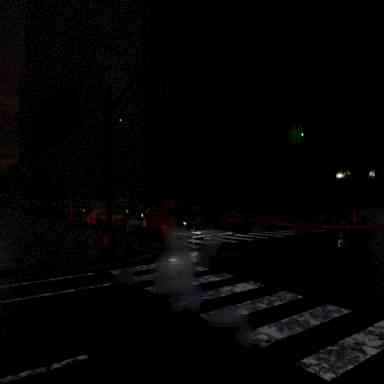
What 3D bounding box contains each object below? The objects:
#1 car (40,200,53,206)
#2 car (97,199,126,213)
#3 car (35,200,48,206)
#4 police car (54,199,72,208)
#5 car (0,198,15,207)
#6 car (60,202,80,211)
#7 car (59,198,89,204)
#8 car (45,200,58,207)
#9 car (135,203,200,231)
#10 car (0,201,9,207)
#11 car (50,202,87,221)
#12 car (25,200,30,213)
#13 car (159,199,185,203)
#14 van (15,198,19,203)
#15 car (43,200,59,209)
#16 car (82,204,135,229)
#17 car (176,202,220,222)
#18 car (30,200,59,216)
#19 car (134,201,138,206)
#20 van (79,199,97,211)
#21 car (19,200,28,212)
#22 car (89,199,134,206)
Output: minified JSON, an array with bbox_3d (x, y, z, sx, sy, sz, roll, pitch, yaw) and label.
[{"bbox_3d":[-34.724,2.658,79.190,1.947,1.339,4.313,-1,0,-35],"label":"car"},{"bbox_3d":[-11.163,1.873,46.074,2.192,1.841,5.009,-1,0,-35],"label":"car"},{"bbox_3d":[-37.738,2.708,83.430,2.008,1.369,4.403,-1,0,-35],"label":"car"},{"bbox_3d":[-25.434,2.305,65.449,1.930,1.638,5.238,0,-1,-35],"label":"police car"},{"bbox_3d":[-41.269,2.665,73.681,1.887,1.381,4.507,-1,0,-35],"label":"car"},{"bbox_3d":[-19.542,2.314,53.254,1.895,1.301,4.718,0,-1,-35],"label":"car"},{"bbox_3d":[-13.731,1.754,39.566,2.150,2.045,5.566,0,-1,-35],"label":"car"},{"bbox_3d":[-31.710,2.593,74.949,1.947,1.339,4.313,-1,0,-35],"label":"car"},{"bbox_3d":[-1.820,1.758,22.826,1.837,1.490,4.892,0,-1,-35],"label":"car"},{"bbox_3d":[-44.382,2.769,78.064,1.802,1.307,4.206,-1,0,-35],"label":"car"},{"bbox_3d":[-12.007,2.003,32.507,2.008,1.369,4.403,-1,0,-35],"label":"car"},{"bbox_3d":[-20.498,2.195,44.455,1.887,1.381,4.507,-1,0,-35],"label":"car"},{"bbox_3d":[-2.337,1.667,33.624,2.192,1.841,5.009,-1,0,-35],"label":"car"},{"bbox_3d":[-26.163,2.121,52.420,1.690,1.788,3.998,-1,0,-35],"label":"van"},{"bbox_3d":[-26.975,2.388,63.706,1.837,1.490,4.892,0,-1,-35],"label":"car"},{"bbox_3d":[-6.248,1.842,24.404,1.752,1.417,4.829,-1,0,-35],"label":"car"},{"bbox_3d":[0.611,1.827,29.474,1.887,1.381,4.507,-1,0,-35],"label":"car"},{"bbox_3d":[-17.673,1.899,40.473,2.192,1.841,5.009,-1,0,-35],"label":"car"},{"bbox_3d":[-5.273,2.003,37.774,1.802,1.307,4.206,-1,0,-35],"label":"car"},{"bbox_3d":[-17.047,2.035,54.374,1.690,1.788,3.998,-1,0,-35],"label":"van"},{"bbox_3d":[-23.330,2.155,48.437,1.967,1.590,4.097,-1,0,-35],"label":"car"},{"bbox_3d":[-7.575,1.740,30.889,2.097,1.767,4.553,0,-1,-35],"label":"car"}]
